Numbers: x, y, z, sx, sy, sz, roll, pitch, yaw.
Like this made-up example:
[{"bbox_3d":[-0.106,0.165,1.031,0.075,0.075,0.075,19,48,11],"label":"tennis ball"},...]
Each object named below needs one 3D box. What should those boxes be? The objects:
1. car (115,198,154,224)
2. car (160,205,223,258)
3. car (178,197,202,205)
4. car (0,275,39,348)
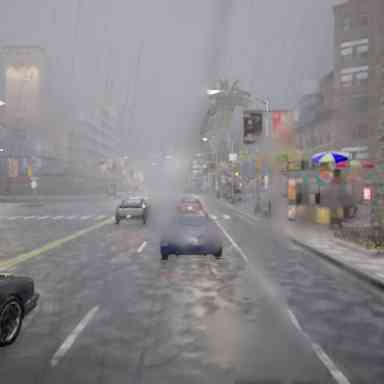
[{"bbox_3d":[-3.592,1.134,21.222,2.128,1.511,4.902,0,1,0],"label":"car"},{"bbox_3d":[-0.027,1.360,11.832,1.994,1.385,4.181,0,1,0],"label":"car"},{"bbox_3d":[-0.145,1.109,26.570,1.994,1.385,4.181,0,1,-1],"label":"car"},{"bbox_3d":[-3.441,1.499,3.036,2.033,1.411,5.357,0,1,0],"label":"car"}]
